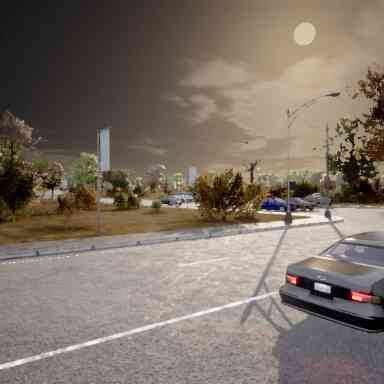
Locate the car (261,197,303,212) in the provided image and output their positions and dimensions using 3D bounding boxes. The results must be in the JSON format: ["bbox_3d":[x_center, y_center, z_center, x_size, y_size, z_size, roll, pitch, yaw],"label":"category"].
[{"bbox_3d":[8.876,1.319,35.813,1.882,1.535,5.008,-1,0,-40],"label":"car"}]

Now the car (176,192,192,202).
[{"bbox_3d":[-2.223,1.003,66.536,2.150,2.045,5.566,-1,1,-39],"label":"car"}]

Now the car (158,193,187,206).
[{"bbox_3d":[-3.428,1.340,51.032,2.128,1.511,4.902,-1,0,-39],"label":"car"}]

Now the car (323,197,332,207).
[{"bbox_3d":[15.993,1.260,44.032,2.128,1.511,4.902,-1,0,-39],"label":"car"}]

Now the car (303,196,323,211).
[{"bbox_3d":[11.656,1.364,37.947,2.033,1.411,5.357,-1,0,-39],"label":"car"}]

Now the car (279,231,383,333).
[{"bbox_3d":[4.064,1.529,6.673,5.357,1.411,2.033,0,0,-36],"label":"car"}]
